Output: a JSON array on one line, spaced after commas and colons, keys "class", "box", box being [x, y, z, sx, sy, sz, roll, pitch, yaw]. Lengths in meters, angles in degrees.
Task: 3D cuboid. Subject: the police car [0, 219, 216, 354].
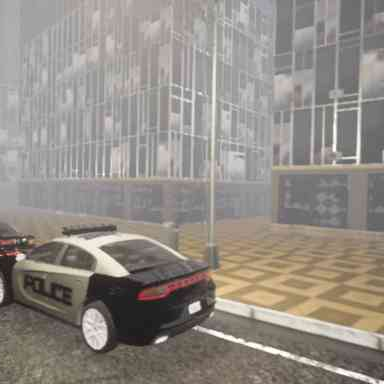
[{"class": "police car", "box": [-2.020, 1.429, 6.297, 5.238, 1.638, 1.930, 0, 0, 37]}]
